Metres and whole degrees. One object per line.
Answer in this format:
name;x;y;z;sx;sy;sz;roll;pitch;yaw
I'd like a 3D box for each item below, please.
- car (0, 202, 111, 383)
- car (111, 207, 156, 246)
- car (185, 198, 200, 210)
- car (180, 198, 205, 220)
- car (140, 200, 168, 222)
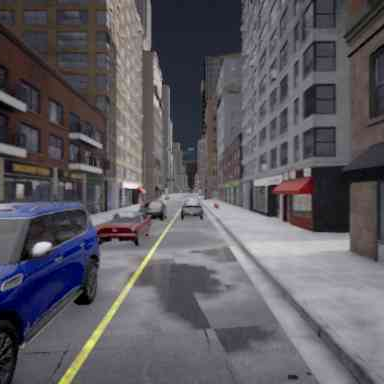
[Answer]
car;-3.073;1.219;5.194;2.150;2.045;5.566;0;0;0
car;-3.058;1.593;15.494;1.895;1.301;4.718;0;0;1
car;0.068;1.512;44.401;1.812;1.442;4.674;0;0;0
car;0.014;1.479;27.944;2.128;1.511;4.902;0;0;0
car;-3.039;1.466;26.754;1.882;1.535;5.008;0;0;1
